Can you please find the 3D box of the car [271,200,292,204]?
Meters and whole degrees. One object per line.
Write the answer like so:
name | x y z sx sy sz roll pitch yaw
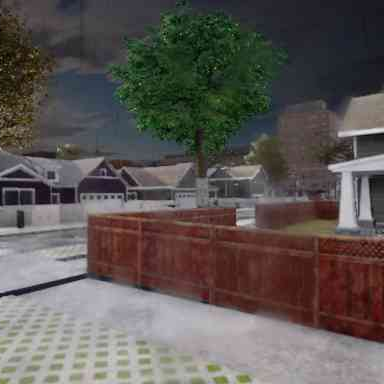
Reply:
car | 12.392 1.750 46.061 2.033 1.411 5.357 -1 -1 36

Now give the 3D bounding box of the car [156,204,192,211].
car | -1.604 1.703 26.513 1.812 1.442 4.674 -1 -1 35
